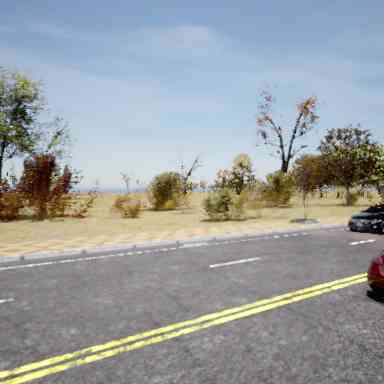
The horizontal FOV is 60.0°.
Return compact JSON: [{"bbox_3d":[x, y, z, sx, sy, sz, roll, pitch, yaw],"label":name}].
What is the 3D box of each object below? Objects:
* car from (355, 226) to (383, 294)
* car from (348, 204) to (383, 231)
[{"bbox_3d":[5.771,1.527,7.369,4.181,1.385,1.994,0,0,-34],"label":"car"},{"bbox_3d":[10.714,1.437,18.594,4.674,1.442,1.812,0,0,-32],"label":"car"}]
